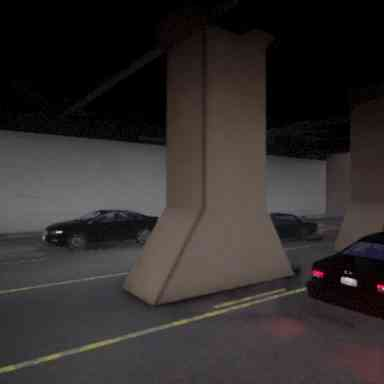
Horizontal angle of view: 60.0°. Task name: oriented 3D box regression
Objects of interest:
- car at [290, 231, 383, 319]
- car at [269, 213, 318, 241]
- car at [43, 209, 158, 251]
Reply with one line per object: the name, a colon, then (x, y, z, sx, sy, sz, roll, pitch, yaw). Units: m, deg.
car: (4.691, 1.569, 7.102, 5.357, 1.411, 2.033, 0, 0, -36)
car: (3.535, 1.632, 15.115, 4.718, 1.301, 1.895, 0, 0, -36)
car: (-3.707, 1.505, 14.246, 4.902, 1.511, 2.128, 0, 0, -36)
